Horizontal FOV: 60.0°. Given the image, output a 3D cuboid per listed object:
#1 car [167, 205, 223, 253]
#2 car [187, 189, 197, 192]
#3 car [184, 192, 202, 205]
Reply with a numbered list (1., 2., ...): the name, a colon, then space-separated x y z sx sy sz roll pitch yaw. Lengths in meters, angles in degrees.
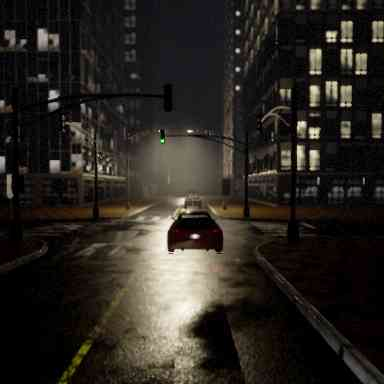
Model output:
1. car: 0.100 1.421 12.935 1.994 1.385 4.181 0 0 0
2. car: 0.018 0.516 63.089 2.150 2.045 5.566 0 1 0
3. car: 0.105 1.049 38.377 2.128 1.511 4.902 0 1 0
